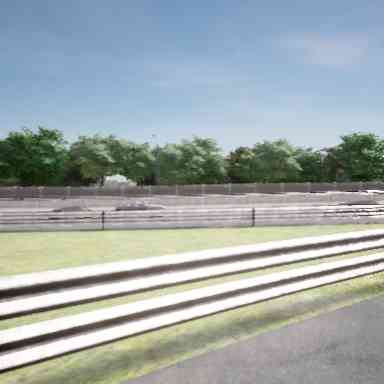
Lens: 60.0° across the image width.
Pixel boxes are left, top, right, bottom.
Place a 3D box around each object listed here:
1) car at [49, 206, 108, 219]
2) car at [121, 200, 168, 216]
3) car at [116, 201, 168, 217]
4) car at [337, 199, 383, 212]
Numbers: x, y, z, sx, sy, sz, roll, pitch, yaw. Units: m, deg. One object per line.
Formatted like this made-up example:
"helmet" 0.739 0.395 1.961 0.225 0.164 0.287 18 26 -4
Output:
"car" -9.379 1.864 27.590 4.674 1.442 1.812 -1 1 -2
"car" -4.866 1.681 34.765 4.674 1.442 1.812 -1 1 -2
"car" -4.733 1.707 31.267 4.902 1.511 2.128 -1 1 -2
"car" 14.914 1.356 28.504 4.674 1.442 1.812 -1 1 -2
